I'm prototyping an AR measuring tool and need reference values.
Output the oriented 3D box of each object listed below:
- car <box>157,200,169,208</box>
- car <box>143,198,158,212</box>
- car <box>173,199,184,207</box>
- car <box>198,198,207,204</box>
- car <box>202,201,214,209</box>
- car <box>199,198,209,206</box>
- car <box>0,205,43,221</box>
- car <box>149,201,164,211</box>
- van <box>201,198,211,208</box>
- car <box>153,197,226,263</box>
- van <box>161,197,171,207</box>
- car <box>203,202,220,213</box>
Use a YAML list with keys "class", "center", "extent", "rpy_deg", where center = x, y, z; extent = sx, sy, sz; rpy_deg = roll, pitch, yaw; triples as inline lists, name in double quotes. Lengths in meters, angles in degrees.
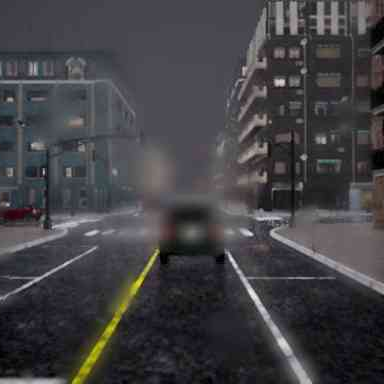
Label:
- class: "car"
  center: [-5.282, 2.130, 61.281]
  extent: [1.887, 1.381, 4.507]
  rpy_deg: [0, -1, 0]
- class: "car"
  center: [-5.291, 1.746, 44.627]
  extent: [2.192, 1.841, 5.009]
  rpy_deg: [0, -1, 0]
- class: "car"
  center: [-2.719, 2.121, 67.698]
  extent: [1.882, 1.535, 5.008]
  rpy_deg: [0, 0, 0]
- class: "car"
  center: [2.610, 2.338, 83.484]
  extent: [2.008, 1.369, 4.403]
  rpy_deg: [0, -1, 0]
- class: "car"
  center: [2.595, 2.116, 55.725]
  extent: [1.802, 1.307, 4.206]
  rpy_deg: [0, -1, 0]
- class: "car"
  center: [2.604, 2.127, 72.381]
  extent: [1.967, 1.590, 4.097]
  rpy_deg: [0, -1, 0]
- class: "car"
  center: [-16.899, 1.956, 32.471]
  extent: [4.097, 1.590, 1.967]
  rpy_deg: [-1, 0, 0]
- class: "car"
  center: [-5.288, 2.028, 50.177]
  extent: [1.887, 1.381, 4.507]
  rpy_deg: [0, -1, 0]
- class: "van"
  center: [2.599, 1.926, 61.279]
  extent: [1.690, 1.788, 3.998]
  rpy_deg: [0, -1, 0]
- class: "car"
  center: [0.018, 1.349, 12.590]
  extent: [2.150, 2.045, 5.566]
  rpy_deg: [0, 0, 0]
- class: "van"
  center: [-5.279, 1.977, 66.834]
  extent: [1.690, 1.788, 3.998]
  rpy_deg: [0, -1, 0]
- class: "car"
  center: [2.589, 1.997, 44.621]
  extent: [1.947, 1.339, 4.313]
  rpy_deg: [0, -1, 0]
